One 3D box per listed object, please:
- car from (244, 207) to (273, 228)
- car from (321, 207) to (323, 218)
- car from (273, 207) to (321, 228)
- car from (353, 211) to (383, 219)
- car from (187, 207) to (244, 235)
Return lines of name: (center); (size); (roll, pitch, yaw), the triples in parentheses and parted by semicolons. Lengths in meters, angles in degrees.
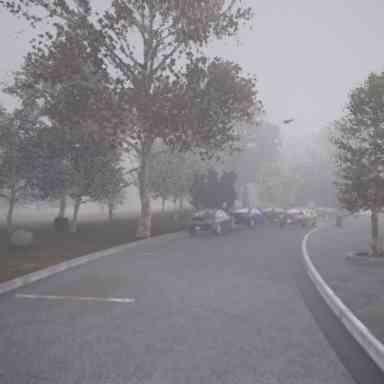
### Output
car: (4.368, 1.972, 26.124); (2.097, 1.535, 5.008); (-3, -4, 31)
car: (11.320, 2.326, 34.950); (5.008, 1.535, 2.097); (2, -4, -44)
car: (8.036, 1.906, 25.179); (1.812, 1.442, 4.674); (-3, -3, 33)
car: (20.302, 1.999, 37.451); (5.566, 2.045, 2.150); (1, -4, -34)
car: (1.322, 1.826, 21.119); (2.231, 1.521, 4.892); (-2, -2, 25)
